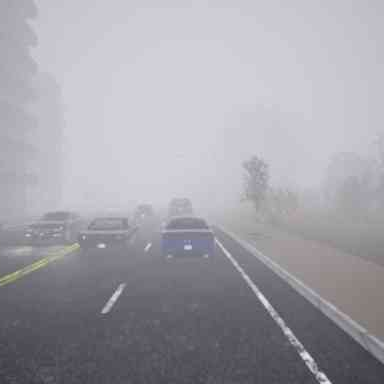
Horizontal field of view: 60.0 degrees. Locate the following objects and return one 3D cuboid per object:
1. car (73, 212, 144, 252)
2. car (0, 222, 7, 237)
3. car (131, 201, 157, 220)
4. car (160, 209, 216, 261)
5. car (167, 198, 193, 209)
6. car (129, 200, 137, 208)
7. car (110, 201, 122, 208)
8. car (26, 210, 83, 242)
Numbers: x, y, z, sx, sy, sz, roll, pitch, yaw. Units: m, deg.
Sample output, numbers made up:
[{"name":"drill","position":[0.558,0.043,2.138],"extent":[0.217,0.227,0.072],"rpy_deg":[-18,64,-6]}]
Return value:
[{"name":"car","position":[-3.511,1.787,14.889],"extent":[1.895,1.301,4.718],"rpy_deg":[0,-1,-2]},{"name":"car","position":[-10.171,1.754,14.413],"extent":[2.033,1.411,5.357],"rpy_deg":[0,-1,-2]},{"name":"car","position":[-4.453,1.888,31.842],"extent":[1.837,1.490,4.892],"rpy_deg":[0,-1,-4]},{"name":"car","position":[-0.198,1.630,12.945],"extent":[1.882,1.535,5.008],"rpy_deg":[0,-1,-2]},{"name":"car","position":[-1.120,1.581,30.894],"extent":[2.150,2.045,5.566],"rpy_deg":[0,-1,-4]},{"name":"car","position":[-11.363,2.295,65.216],"extent":[1.812,1.442,4.674],"rpy_deg":[0,0,-8]},{"name":"car","position":[-14.217,2.349,62.033],"extent":[1.895,1.301,4.718],"rpy_deg":[0,-1,-7]},{"name":"car","position":[-7.063,1.738,17.786],"extent":[1.837,1.490,4.892],"rpy_deg":[0,-1,-2]}]
